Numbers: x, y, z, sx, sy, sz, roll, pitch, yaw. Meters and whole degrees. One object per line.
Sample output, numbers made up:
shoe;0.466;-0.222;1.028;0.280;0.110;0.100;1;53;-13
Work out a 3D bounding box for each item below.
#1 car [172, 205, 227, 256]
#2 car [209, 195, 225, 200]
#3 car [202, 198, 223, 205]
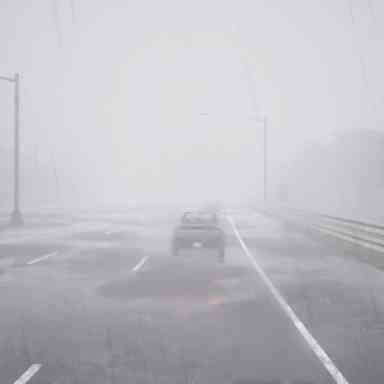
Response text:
car;0.339;1.496;13.159;2.128;1.511;4.902;0;0;4
car;4.283;1.622;57.455;2.033;1.411;5.357;0;0;6
car;2.061;1.617;34.891;1.895;1.301;4.718;0;0;5
